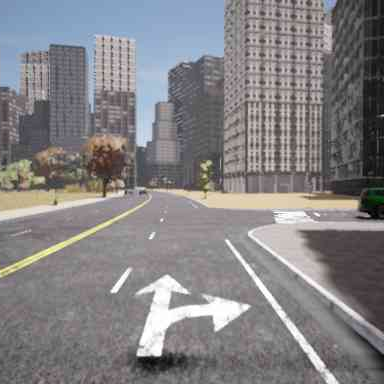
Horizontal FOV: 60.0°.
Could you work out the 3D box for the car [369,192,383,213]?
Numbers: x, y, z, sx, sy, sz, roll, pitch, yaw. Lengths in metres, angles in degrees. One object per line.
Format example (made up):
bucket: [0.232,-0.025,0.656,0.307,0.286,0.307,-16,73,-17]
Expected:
car: [16.866,0.850,26.940,4.097,1.590,1.967,0,1,13]

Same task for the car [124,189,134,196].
car: [-14.153,0.023,74.734,2.128,1.511,4.902,0,1,-7]

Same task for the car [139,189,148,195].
car: [-10.924,0.043,75.108,1.994,1.385,4.181,0,1,-7]

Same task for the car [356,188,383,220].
car: [13.875,0.722,21.798,5.566,2.045,2.150,0,1,13]
